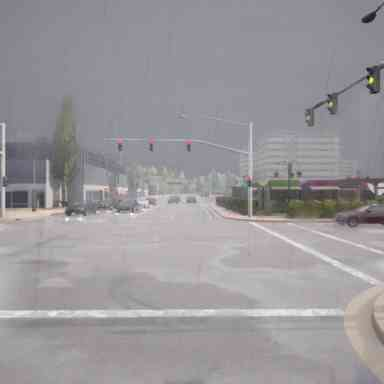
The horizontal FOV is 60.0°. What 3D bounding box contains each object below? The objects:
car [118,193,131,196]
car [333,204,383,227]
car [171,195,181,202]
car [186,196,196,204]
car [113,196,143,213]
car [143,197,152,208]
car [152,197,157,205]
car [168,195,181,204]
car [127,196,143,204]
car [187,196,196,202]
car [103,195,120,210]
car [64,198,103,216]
[{"bbox_3d":[-10.701,1.221,52.077,2.150,2.045,5.566,0,0,0],"label":"car"},{"bbox_3d":[11.762,1.526,21.876,4.674,1.442,1.812,0,0,1],"label":"car"},{"bbox_3d":[-3.649,1.424,74.787,1.994,1.385,4.181,0,0,0],"label":"car"},{"bbox_3d":[-0.128,1.491,64.521,2.128,1.511,4.902,0,0,0],"label":"car"},{"bbox_3d":[-7.175,1.505,37.629,1.837,1.490,4.892,0,0,0],"label":"car"},{"bbox_3d":[-7.187,1.525,46.814,1.812,1.442,4.674,0,0,0],"label":"car"},{"bbox_3d":[-7.194,1.564,56.775,1.994,1.385,4.181,0,0,0],"label":"car"},{"bbox_3d":[-3.628,1.547,64.514,2.033,1.411,5.357,0,0,0],"label":"car"},{"bbox_3d":[-10.675,1.547,62.774,2.033,1.411,5.357,0,0,1],"label":"car"},{"bbox_3d":[-0.149,1.467,74.826,1.895,1.301,4.718,0,0,0],"label":"car"},{"bbox_3d":[-10.682,1.505,42.091,1.837,1.490,4.892,0,0,0],"label":"car"},{"bbox_3d":[-10.664,1.547,32.535,2.033,1.411,5.357,0,0,0],"label":"car"}]
